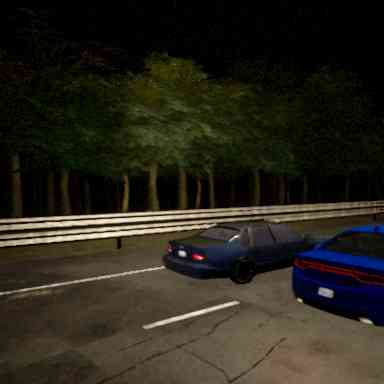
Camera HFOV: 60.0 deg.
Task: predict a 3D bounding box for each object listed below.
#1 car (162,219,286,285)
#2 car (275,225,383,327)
[{"bbox_3d":[1.814,1.492,9.339,5.357,1.411,2.033,-1,0,-35],"label":"car"},{"bbox_3d":[4.128,1.419,6.689,5.008,1.535,1.882,0,0,-35],"label":"car"}]
